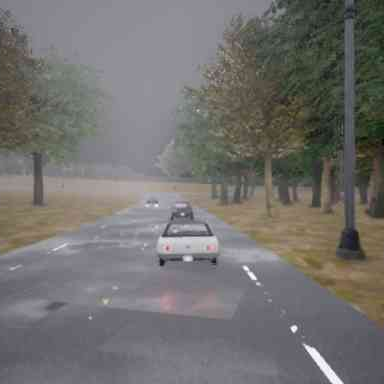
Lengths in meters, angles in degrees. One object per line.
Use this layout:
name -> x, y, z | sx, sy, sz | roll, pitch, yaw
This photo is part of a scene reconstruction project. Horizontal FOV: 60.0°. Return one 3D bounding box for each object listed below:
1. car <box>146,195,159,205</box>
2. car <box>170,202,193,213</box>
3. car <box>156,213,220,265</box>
car -> -6.781, 1.383, 57.168 | 1.837, 1.490, 4.892 | 0, 1, -4
car -> -0.863, 1.541, 28.121 | 1.812, 1.442, 4.674 | 0, 1, -3
car -> -0.159, 1.641, 11.819 | 1.895, 1.301, 4.718 | -1, 0, -1
